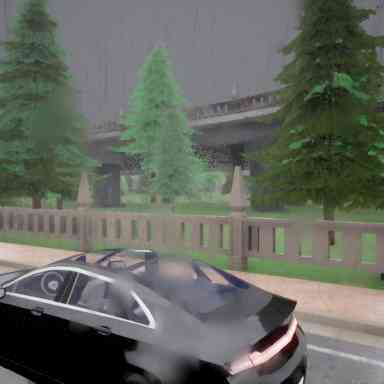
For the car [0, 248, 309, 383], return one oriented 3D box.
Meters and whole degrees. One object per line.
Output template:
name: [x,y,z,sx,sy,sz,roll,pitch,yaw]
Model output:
car: [-1.117,1.492,4.203,4.902,1.511,2.128,0,0,33]
